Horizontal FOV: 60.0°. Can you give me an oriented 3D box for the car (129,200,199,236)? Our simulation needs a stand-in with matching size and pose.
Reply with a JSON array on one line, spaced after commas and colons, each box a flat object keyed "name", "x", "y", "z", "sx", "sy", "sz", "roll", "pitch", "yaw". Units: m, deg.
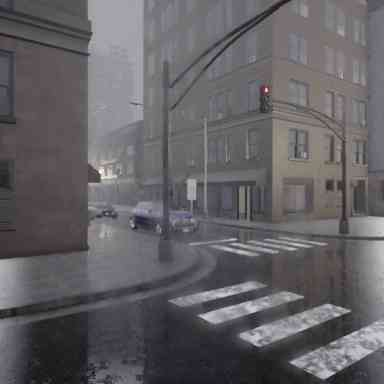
[{"name": "car", "x": -1.595, "y": 1.269, "z": 17.998, "sx": 2.097, "sy": 1.767, "sz": 4.553, "roll": 0, "pitch": 0, "yaw": -36}]

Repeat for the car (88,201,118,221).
[{"name": "car", "x": -7.390, "y": 1.427, "z": 26.104, "sx": 1.994, "sy": 1.385, "sz": 4.181, "roll": 0, "pitch": 0, "yaw": -35}]
